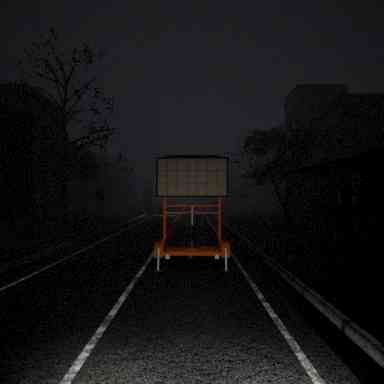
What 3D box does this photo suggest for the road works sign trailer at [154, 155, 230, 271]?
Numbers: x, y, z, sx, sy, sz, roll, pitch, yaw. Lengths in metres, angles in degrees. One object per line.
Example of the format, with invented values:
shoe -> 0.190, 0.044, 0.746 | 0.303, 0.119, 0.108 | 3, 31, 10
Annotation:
road works sign trailer -> 0.009, 0.567, 11.193 | 2.380, 3.560, 2.880 | 0, -1, 0

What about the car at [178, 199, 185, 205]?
car -> -2.934, 2.493, 83.615 | 1.812, 1.442, 4.674 | 0, 0, 0

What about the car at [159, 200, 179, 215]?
car -> -3.067, 2.109, 41.650 | 2.033, 1.411, 5.357 | 0, -1, 0
